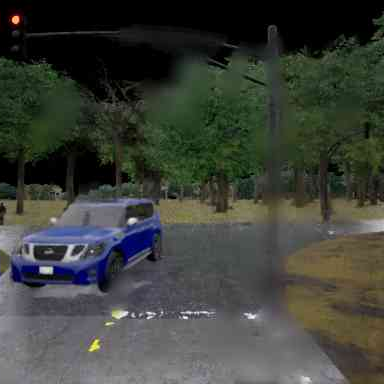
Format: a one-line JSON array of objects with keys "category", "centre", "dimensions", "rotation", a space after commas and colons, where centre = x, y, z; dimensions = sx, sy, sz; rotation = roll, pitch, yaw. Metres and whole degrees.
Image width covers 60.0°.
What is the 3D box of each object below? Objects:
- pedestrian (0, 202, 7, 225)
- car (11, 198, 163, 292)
[{"category": "pedestrian", "centre": [-15.240, 1.718, 26.771], "dimensions": [0.375, 1.860, 0.375], "rotation": [0, -1, 0]}, {"category": "car", "centre": [-2.439, 1.227, 9.414], "dimensions": [2.150, 2.045, 5.566], "rotation": [0, 0, 11]}]
